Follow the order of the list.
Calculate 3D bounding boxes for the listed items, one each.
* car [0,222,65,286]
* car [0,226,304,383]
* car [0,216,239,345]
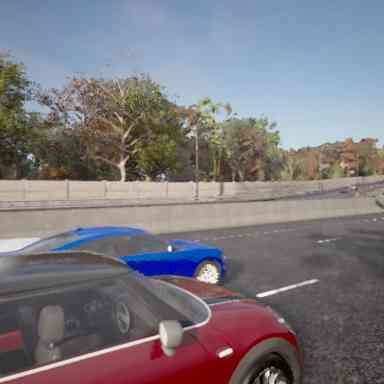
[{"bbox_3d":[-5.822,1.602,8.194,4.718,1.301,1.895,-1,0,-35],"label":"car"},{"bbox_3d":[-1.065,1.345,2.986,4.553,1.767,2.097,-1,0,-35],"label":"car"},{"bbox_3d":[-1.497,1.450,6.974,5.008,1.535,1.882,-1,0,-36],"label":"car"}]
